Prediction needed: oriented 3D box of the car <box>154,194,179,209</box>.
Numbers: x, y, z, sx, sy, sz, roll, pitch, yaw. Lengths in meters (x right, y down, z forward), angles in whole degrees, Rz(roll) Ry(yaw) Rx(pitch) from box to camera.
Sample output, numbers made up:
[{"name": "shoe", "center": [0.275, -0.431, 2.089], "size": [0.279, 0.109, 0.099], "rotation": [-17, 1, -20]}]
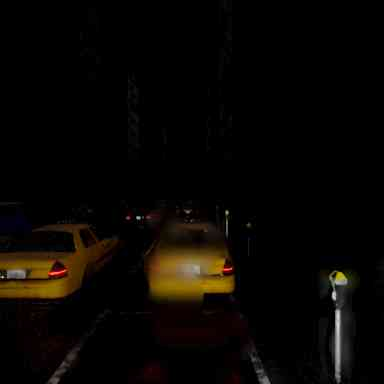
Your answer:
[{"name": "car", "center": [-3.068, 1.231, 38.782], "size": [2.150, 2.045, 5.566], "rotation": [0, 0, 0]}]

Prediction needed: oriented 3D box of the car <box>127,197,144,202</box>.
[{"name": "car", "center": [-6.226, 1.608, 37.624], "size": [1.895, 1.301, 4.718], "rotation": [0, 0, 0]}]

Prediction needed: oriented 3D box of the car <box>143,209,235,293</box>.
[{"name": "car", "center": [0.005, 1.457, 8.840], "size": [1.801, 1.575, 5.366], "rotation": [0, 0, 0]}]

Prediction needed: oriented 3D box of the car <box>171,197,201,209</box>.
[{"name": "car", "center": [-0.290, 1.443, 25.481], "size": [1.967, 1.590, 4.097], "rotation": [0, 0, 0]}]

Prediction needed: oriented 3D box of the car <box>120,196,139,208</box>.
[{"name": "car", "center": [-8.816, 1.451, 47.486], "size": [1.967, 1.590, 4.097], "rotation": [0, 0, 0]}]

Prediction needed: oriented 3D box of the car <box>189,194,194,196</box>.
[{"name": "car", "center": [-0.257, 1.501, 84.576], "size": [1.967, 1.590, 4.097], "rotation": [0, 0, 0]}]

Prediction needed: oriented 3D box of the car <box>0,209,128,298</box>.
[{"name": "car", "center": [-3.145, 1.456, 8.532], "size": [1.801, 1.575, 5.366], "rotation": [0, 0, 0]}]

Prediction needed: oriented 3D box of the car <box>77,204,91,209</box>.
[{"name": "car", "center": [-8.815, 1.585, 25.481], "size": [1.802, 1.307, 4.206], "rotation": [0, 0, 0]}]

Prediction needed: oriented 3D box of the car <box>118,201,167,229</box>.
[{"name": "car", "center": [-3.079, 1.550, 21.775], "size": [2.033, 1.411, 5.357], "rotation": [0, 0, 0]}]

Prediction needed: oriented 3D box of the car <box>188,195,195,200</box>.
[{"name": "car", "center": [-0.237, 1.635, 95.394], "size": [2.008, 1.369, 4.403], "rotation": [0, 0, 0]}]

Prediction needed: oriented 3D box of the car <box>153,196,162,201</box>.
[{"name": "car", "center": [-8.782, 1.642, 84.589], "size": [1.802, 1.307, 4.206], "rotation": [0, 0, 0]}]

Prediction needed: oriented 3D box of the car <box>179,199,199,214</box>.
[{"name": "car", "center": [-0.290, 1.557, 36.484], "size": [2.008, 1.369, 4.403], "rotation": [0, 0, 0]}]

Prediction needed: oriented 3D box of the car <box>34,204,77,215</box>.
[{"name": "car", "center": [-8.815, 1.567, 19.979], "size": [1.947, 1.339, 4.313], "rotation": [0, 0, 0]}]

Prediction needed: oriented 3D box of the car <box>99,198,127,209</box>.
[{"name": "car", "center": [-8.815, 1.572, 36.483], "size": [1.947, 1.339, 4.313], "rotation": [0, 0, 0]}]

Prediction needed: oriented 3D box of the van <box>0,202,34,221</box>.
[{"name": "van", "center": [-8.815, 1.342, 14.478], "size": [1.690, 1.788, 3.998], "rotation": [0, 0, 0]}]
